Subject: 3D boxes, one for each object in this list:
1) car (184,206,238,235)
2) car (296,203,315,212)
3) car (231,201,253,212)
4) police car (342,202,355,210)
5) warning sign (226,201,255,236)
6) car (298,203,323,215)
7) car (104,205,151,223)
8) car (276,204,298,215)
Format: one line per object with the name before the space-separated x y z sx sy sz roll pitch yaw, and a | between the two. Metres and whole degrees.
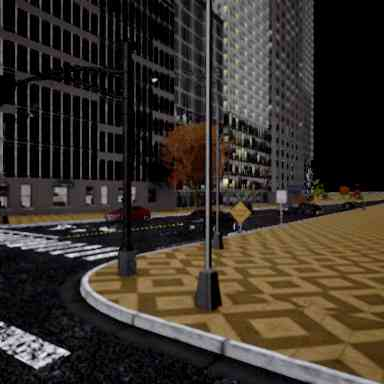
car | 1.337 1.861 21.699 1.837 1.490 4.892 0 -1 32
car | 18.796 2.522 54.995 1.837 1.490 4.892 0 -1 33
car | 7.334 2.161 49.320 2.097 1.767 4.553 0 -1 33
police car | 31.170 2.730 66.087 1.930 1.638 5.238 0 -1 33
warning sign | 2.747 1.448 18.825 1.300 1.860 1.060 1 1 33
car | 16.421 2.362 45.223 1.837 1.490 4.892 0 -1 33
car | -5.576 1.911 29.384 1.812 1.442 4.674 0 -1 33
car | 13.477 2.390 46.659 2.033 1.411 5.357 0 -1 33
